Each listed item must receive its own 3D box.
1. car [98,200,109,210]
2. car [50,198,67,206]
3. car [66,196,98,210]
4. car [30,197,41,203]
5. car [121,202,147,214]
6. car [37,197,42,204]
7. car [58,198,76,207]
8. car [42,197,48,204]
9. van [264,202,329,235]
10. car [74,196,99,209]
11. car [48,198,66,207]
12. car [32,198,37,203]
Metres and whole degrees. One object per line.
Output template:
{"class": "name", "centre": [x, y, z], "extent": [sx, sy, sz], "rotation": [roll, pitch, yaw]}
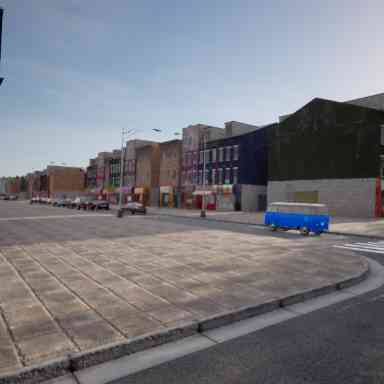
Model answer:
{"class": "car", "centre": [-13.012, 1.813, 46.598], "extent": [1.947, 1.339, 4.313], "rotation": [3, -2, -36]}
{"class": "car", "centre": [-25.804, 1.886, 64.334], "extent": [1.947, 1.339, 4.313], "rotation": [3, -2, -36]}
{"class": "car", "centre": [-14.846, 1.489, 44.746], "extent": [2.097, 1.767, 4.553], "rotation": [3, -2, -35]}
{"class": "car", "centre": [-38.598, 2.010, 82.067], "extent": [1.802, 1.307, 4.206], "rotation": [3, -2, -36]}
{"class": "car", "centre": [-6.617, 1.808, 37.730], "extent": [1.802, 1.307, 4.206], "rotation": [3, -2, -36]}
{"class": "car", "centre": [-32.202, 1.952, 73.201], "extent": [1.802, 1.307, 4.206], "rotation": [3, -2, -36]}
{"class": "car", "centre": [-22.606, 1.843, 59.901], "extent": [1.887, 1.381, 4.507], "rotation": [3, -2, -36]}
{"class": "car", "centre": [-29.101, 1.870, 68.906], "extent": [1.752, 1.417, 4.829], "rotation": [3, -2, -36]}
{"class": "van", "centre": [6.183, 1.555, 19.998], "extent": [1.690, 1.788, 3.998], "rotation": [3, -2, -36]}
{"class": "car", "centre": [-16.202, 1.577, 51.038], "extent": [2.192, 1.841, 5.009], "rotation": [3, -2, -36]}
{"class": "car", "centre": [-20.672, 1.710, 52.719], "extent": [2.033, 1.411, 5.357], "rotation": [3, -2, -36]}
{"class": "car", "centre": [-35.396, 1.838, 77.638], "extent": [1.967, 1.590, 4.097], "rotation": [3, -2, -36]}
